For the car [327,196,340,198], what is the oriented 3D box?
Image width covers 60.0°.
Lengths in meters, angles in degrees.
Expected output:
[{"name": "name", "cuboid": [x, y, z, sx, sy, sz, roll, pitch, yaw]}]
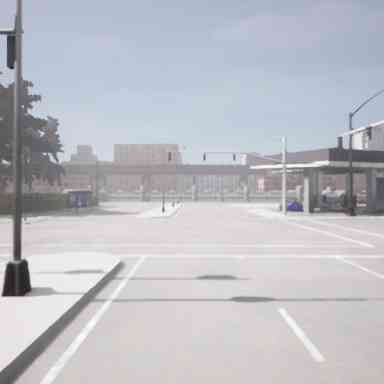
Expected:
[{"name": "car", "cuboid": [37.976, 2.146, 86.743, 5.566, 2.045, 2.150, 0, -1, 6]}]

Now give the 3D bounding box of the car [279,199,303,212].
[{"name": "car", "cuboid": [13.207, 1.768, 44.504, 2.242, 1.667, 4.611, 0, -1, 0]}]

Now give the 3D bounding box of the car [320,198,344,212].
[{"name": "car", "cuboid": [18.951, 1.937, 45.265, 1.970, 1.475, 3.806, 0, -1, 0]}]

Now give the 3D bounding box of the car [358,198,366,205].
[{"name": "car", "cuboid": [43.822, 2.352, 82.276, 5.008, 1.535, 1.882, 0, -1, 17]}]
